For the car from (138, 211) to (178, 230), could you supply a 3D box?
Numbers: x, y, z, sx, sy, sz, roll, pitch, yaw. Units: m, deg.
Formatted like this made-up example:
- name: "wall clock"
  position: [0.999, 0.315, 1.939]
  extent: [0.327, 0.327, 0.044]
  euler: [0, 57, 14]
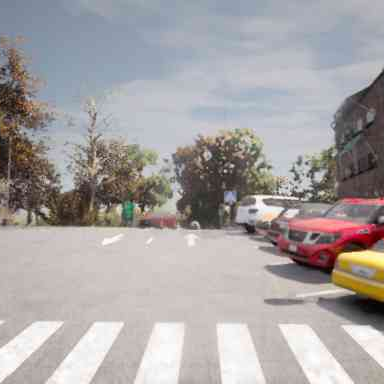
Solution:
- name: "car"
  position: [-2.707, 2.330, 27.338]
  extent: [1.882, 1.535, 5.008]
  euler: [-2, -7, 16]

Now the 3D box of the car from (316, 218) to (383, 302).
- name: "car"
  position: [5.511, 1.455, 6.948]
  extent: [5.366, 1.575, 1.946]
  euler: [1, 0, -20]

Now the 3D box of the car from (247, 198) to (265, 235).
- name: "car"
  position: [5.297, 1.329, 15.972]
  extent: [4.553, 1.767, 2.185]
  euler: [2, -2, -21]

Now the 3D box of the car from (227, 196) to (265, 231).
- name: "car"
  position: [5.214, 1.309, 18.925]
  extent: [5.566, 2.045, 2.435]
  euler: [2, -5, -20]

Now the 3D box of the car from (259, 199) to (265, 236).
- name: "car"
  position: [5.274, 1.304, 12.948]
  extent: [4.553, 1.767, 2.185]
  euler: [1, 0, -21]

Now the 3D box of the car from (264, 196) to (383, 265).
- name: "car"
  position: [5.304, 1.191, 9.897]
  extent: [5.566, 2.045, 2.435]
  euler: [1, 0, -20]
